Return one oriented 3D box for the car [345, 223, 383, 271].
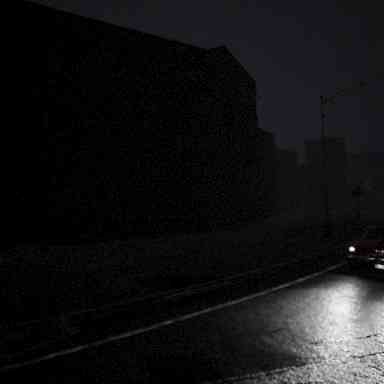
[{"bbox_3d":[6.473,1.682,10.493,1.895,1.301,4.718,-2,-2,42],"label":"car"}]
